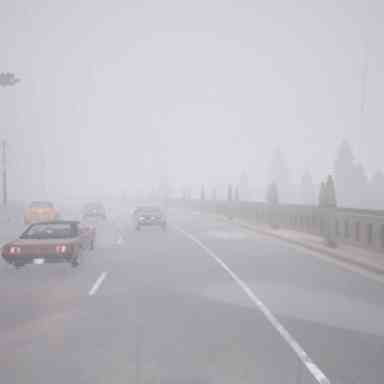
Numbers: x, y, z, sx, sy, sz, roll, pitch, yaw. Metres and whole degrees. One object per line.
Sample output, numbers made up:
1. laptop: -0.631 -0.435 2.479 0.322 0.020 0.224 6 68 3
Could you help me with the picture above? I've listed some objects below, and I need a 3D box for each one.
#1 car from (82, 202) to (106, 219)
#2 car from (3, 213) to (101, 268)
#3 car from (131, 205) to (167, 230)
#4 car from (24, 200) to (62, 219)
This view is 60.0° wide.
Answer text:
1. car: -8.568 1.599 29.019 2.033 1.411 5.357 0 0 -18
2. car: -4.505 1.615 11.363 1.895 1.301 4.718 0 0 -8
3. car: -2.860 1.568 21.579 2.033 1.411 5.357 0 0 -14
4. car: -11.085 1.408 25.056 2.097 1.767 4.553 0 0 -16
